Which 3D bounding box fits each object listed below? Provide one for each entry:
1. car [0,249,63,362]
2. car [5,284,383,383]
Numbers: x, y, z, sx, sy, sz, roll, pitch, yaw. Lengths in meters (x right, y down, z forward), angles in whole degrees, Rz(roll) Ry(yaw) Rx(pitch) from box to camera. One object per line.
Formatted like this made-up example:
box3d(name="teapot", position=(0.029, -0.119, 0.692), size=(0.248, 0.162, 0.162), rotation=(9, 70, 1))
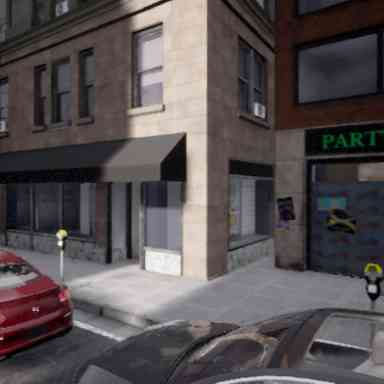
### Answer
box3d(name="car", position=(-3.614, 1.542, 5.201), size=(4.206, 1.307, 1.802), rotation=(0, 1, 34))
box3d(name="car", position=(0.987, 1.534, 2.152), size=(4.403, 1.369, 2.008), rotation=(0, 1, 34))
